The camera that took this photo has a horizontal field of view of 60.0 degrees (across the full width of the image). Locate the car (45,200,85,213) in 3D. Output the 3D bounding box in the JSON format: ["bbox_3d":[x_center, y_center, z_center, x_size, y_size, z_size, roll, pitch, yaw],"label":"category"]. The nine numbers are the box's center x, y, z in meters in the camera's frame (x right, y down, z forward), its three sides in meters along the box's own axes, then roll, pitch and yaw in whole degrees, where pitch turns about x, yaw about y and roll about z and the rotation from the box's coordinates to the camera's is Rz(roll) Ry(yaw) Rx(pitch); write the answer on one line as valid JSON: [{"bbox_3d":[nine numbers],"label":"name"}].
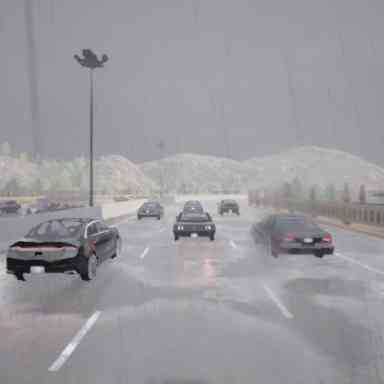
[{"bbox_3d":[-10.595,1.604,28.965,1.895,1.301,4.718,0,0,0],"label":"car"}]

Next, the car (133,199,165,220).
[{"bbox_3d":[-3.396,1.550,28.057,2.033,1.411,5.357,0,0,0],"label":"car"}]

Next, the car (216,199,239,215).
[{"bbox_3d":[3.605,1.507,33.561,1.837,1.490,4.892,0,0,0],"label":"car"}]

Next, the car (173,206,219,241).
[{"bbox_3d":[0.103,1.602,16.754,1.895,1.301,4.718,0,0,0],"label":"car"}]

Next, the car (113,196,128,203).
[{"bbox_3d":[-15.247,1.550,71.421,1.994,1.385,4.181,0,0,11],"label":"car"}]

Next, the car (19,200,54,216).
[{"bbox_3d":[-14.090,1.496,31.993,2.128,1.511,4.902,0,0,0],"label":"car"}]

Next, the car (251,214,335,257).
[{"bbox_3d":[3.602,1.548,12.848,2.033,1.411,5.357,0,0,0],"label":"car"}]

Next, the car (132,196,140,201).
[{"bbox_3d":[-11.384,1.524,72.669,2.033,1.411,5.357,0,0,11],"label":"car"}]

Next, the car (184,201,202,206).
[{"bbox_3d":[0.105,1.567,34.228,1.994,1.385,4.181,0,0,0],"label":"car"}]

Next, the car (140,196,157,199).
[{"bbox_3d":[-8.466,1.542,69.677,2.033,1.411,5.357,0,0,11],"label":"car"}]

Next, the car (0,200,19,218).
[{"bbox_3d":[-17.591,1.510,30.694,1.837,1.490,4.892,0,0,0],"label":"car"}]

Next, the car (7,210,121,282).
[{"bbox_3d":[-3.399,1.493,9.749,2.128,1.511,4.902,0,0,0],"label":"car"}]
